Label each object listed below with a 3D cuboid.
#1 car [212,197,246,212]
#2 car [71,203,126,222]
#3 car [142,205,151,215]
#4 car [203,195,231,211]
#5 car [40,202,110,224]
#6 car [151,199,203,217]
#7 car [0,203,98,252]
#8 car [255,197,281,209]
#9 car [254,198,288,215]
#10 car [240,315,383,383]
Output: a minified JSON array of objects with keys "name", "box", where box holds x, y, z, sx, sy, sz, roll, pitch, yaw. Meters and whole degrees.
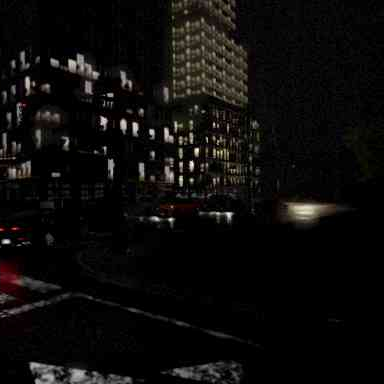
[{"name":"car","box":[4.823,1.632,40.215,1.812,1.442,4.674,-1,-1,37]},{"name":"car","box":[-6.964,1.647,24.598,1.994,1.385,4.181,-1,-1,37]},{"name":"car","box":[-3.133,1.626,35.078,1.882,1.535,5.008,-1,-1,37]},{"name":"car","box":[3.322,1.382,43.624,2.150,2.045,5.566,-1,-1,37]},{"name":"car","box":[-9.318,1.628,26.877,2.128,1.511,4.902,-1,-1,37]},{"name":"car","box":[-1.360,1.446,32.035,2.097,1.767,4.553,-1,-1,37]},{"name":"car","box":[-5.980,1.466,13.791,1.837,1.490,4.892,-4,-1,9]},{"name":"car","box":[11.112,1.594,48.478,1.882,1.535,5.008,-1,-1,37]},{"name":"car","box":[7.939,1.471,33.249,1.882,1.535,5.008,-1,-1,37]},{"name":"car","box":[2.606,1.489,1.825,4.902,1.511,2.128,0,0,35]}]
